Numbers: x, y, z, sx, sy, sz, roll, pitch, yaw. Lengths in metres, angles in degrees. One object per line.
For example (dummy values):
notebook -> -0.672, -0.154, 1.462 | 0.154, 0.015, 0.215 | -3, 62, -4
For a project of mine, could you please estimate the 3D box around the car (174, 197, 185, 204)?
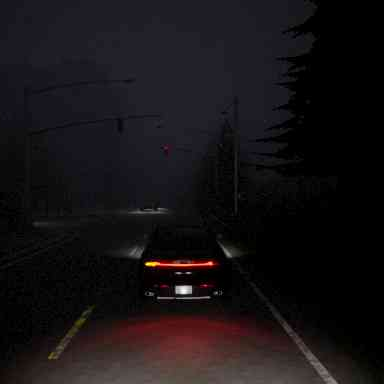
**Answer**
car -> -2.329, 1.564, 61.330 | 1.994, 1.385, 4.181 | 0, 0, -2

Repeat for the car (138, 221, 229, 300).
car -> -0.226, 1.505, 8.380 | 1.837, 1.490, 4.892 | 0, 0, -2

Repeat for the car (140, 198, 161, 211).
car -> -5.175, 1.526, 40.688 | 1.812, 1.442, 4.674 | 0, 0, -3
